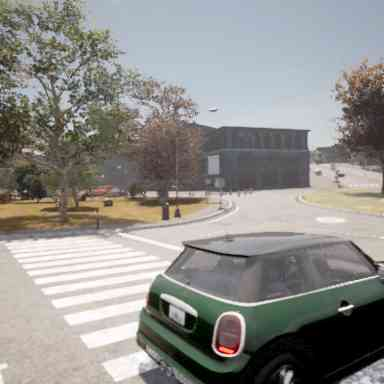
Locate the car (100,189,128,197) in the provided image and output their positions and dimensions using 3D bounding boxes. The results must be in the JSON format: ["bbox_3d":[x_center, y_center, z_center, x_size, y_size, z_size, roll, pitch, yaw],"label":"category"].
[{"bbox_3d":[-11.568,0.228,51.724,2.231,1.521,4.892,-1,1,16],"label":"car"}]

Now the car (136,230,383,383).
[{"bbox_3d":[1.593,1.347,4.805,4.553,1.767,2.097,0,0,-34],"label":"car"}]

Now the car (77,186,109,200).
[{"bbox_3d":[-16.375,0.050,55.256,2.435,2.045,5.566,-2,1,16],"label":"car"}]

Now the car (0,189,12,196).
[{"bbox_3d":[-44.577,0.164,77.077,2.097,1.535,5.008,0,2,19],"label":"car"}]

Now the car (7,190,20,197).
[{"bbox_3d":[-35.286,0.326,69.658,2.097,1.535,5.008,0,2,18],"label":"car"}]

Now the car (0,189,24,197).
[{"bbox_3d":[-40.001,0.251,73.173,1.946,1.575,5.366,0,2,19],"label":"car"}]

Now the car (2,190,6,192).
[{"bbox_3d":[-37.636,0.163,71.467,2.185,1.767,4.553,0,2,18],"label":"car"}]

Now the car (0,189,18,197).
[{"bbox_3d":[-42.253,0.205,75.215,2.097,1.535,5.008,0,2,19],"label":"car"}]

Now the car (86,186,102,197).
[{"bbox_3d":[-13.986,0.014,53.438,2.435,2.045,5.566,-1,2,16],"label":"car"}]
